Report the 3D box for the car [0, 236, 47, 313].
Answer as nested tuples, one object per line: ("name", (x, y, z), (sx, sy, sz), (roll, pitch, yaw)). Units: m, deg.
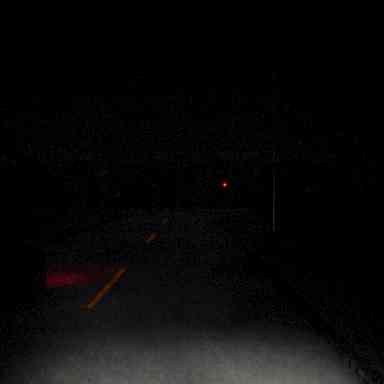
("car", (-4.067, 1.522, 5.548), (1.812, 1.442, 4.674), (0, 0, 0))
